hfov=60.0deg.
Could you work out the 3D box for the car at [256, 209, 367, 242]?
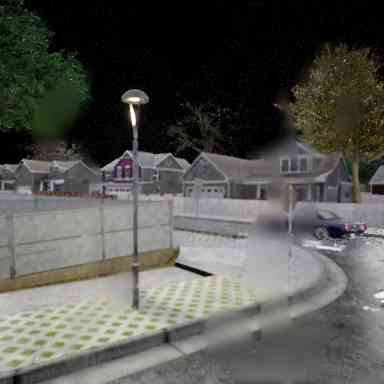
[{"bbox_3d":[5.263,1.450,15.354,1.895,1.301,4.718,2,-1,-37],"label":"car"}]
